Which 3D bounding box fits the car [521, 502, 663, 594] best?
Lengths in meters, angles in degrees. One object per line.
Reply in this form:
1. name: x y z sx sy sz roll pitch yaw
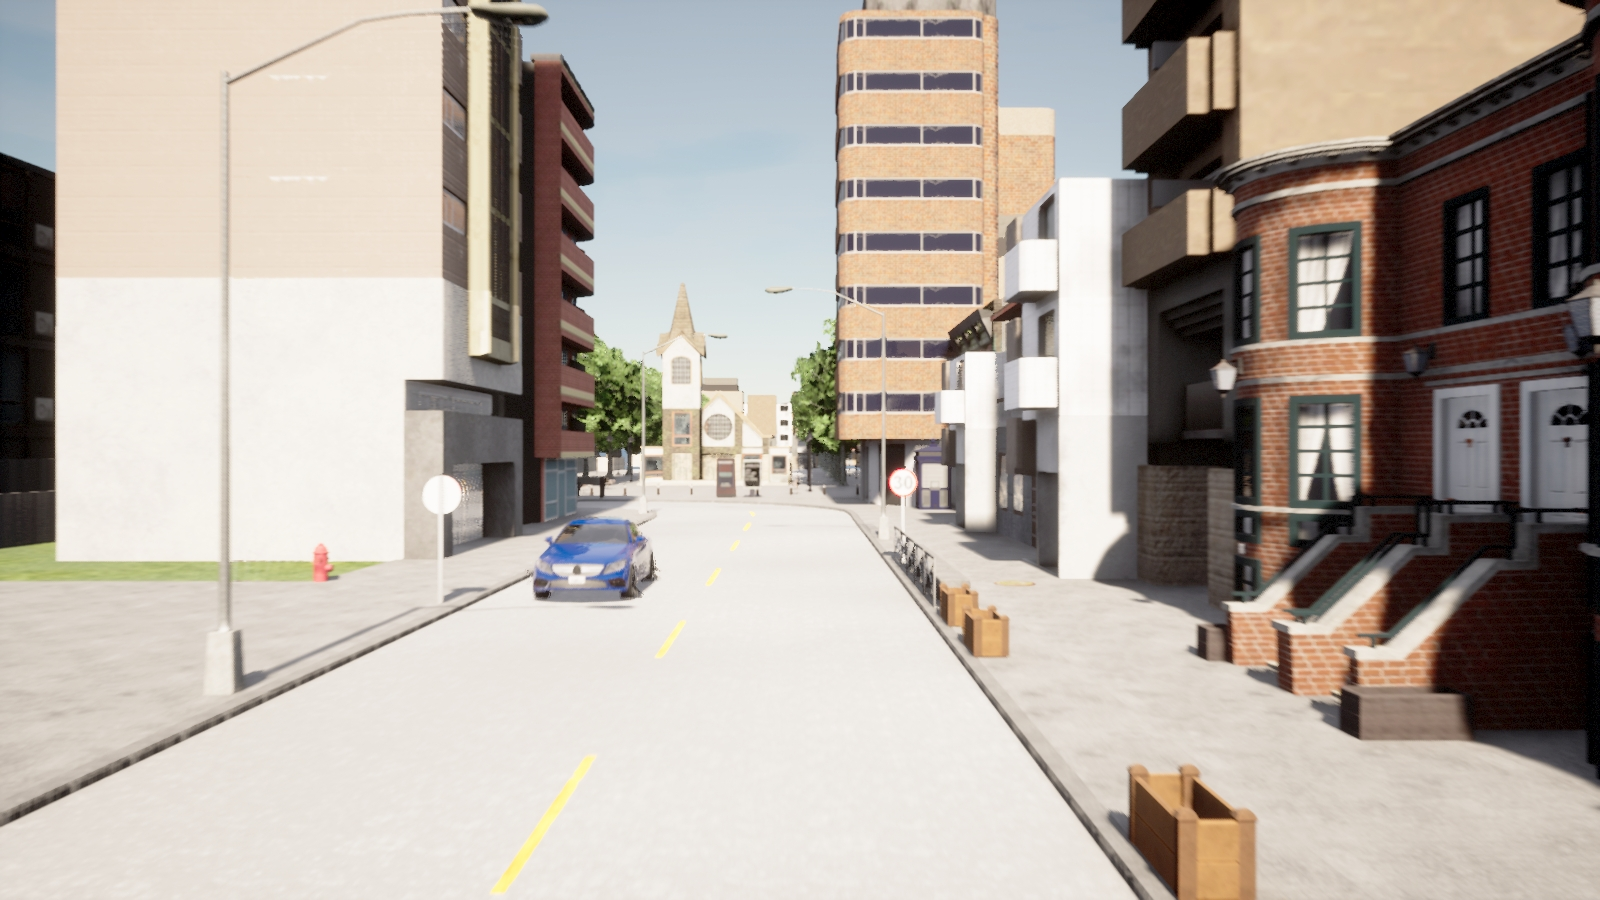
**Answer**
1. car: -4.015 1.861 22.878 2.002 1.442 4.674 0 0 0
